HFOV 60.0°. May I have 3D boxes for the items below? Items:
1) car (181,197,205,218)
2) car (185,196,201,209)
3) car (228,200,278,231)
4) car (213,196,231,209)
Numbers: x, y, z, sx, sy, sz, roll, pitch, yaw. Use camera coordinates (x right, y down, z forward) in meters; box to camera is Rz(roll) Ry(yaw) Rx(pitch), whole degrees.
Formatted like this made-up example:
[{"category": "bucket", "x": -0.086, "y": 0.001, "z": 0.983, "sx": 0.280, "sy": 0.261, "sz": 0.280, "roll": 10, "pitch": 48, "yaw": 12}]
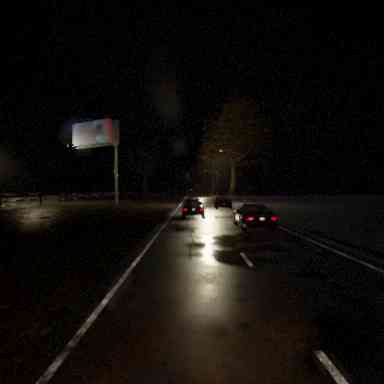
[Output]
[{"category": "car", "x": 0.114, "y": 1.364, "z": 27.496, "sx": 2.033, "sy": 1.411, "sz": 5.357, "roll": 0, "pitch": 0, "yaw": 0}, {"category": "car", "x": 0.117, "y": 1.277, "z": 41.653, "sx": 1.994, "sy": 1.385, "sz": 4.181, "roll": 0, "pitch": 1, "yaw": 0}, {"category": "car", "x": 3.608, "y": 1.418, "z": 19.594, "sx": 2.033, "sy": 1.411, "sz": 5.357, "roll": 0, "pitch": 0, "yaw": 0}, {"category": "car", "x": 3.617, "y": 1.209, "z": 39.528, "sx": 1.882, "sy": 1.535, "sz": 5.008, "roll": 0, "pitch": 0, "yaw": 0}]
